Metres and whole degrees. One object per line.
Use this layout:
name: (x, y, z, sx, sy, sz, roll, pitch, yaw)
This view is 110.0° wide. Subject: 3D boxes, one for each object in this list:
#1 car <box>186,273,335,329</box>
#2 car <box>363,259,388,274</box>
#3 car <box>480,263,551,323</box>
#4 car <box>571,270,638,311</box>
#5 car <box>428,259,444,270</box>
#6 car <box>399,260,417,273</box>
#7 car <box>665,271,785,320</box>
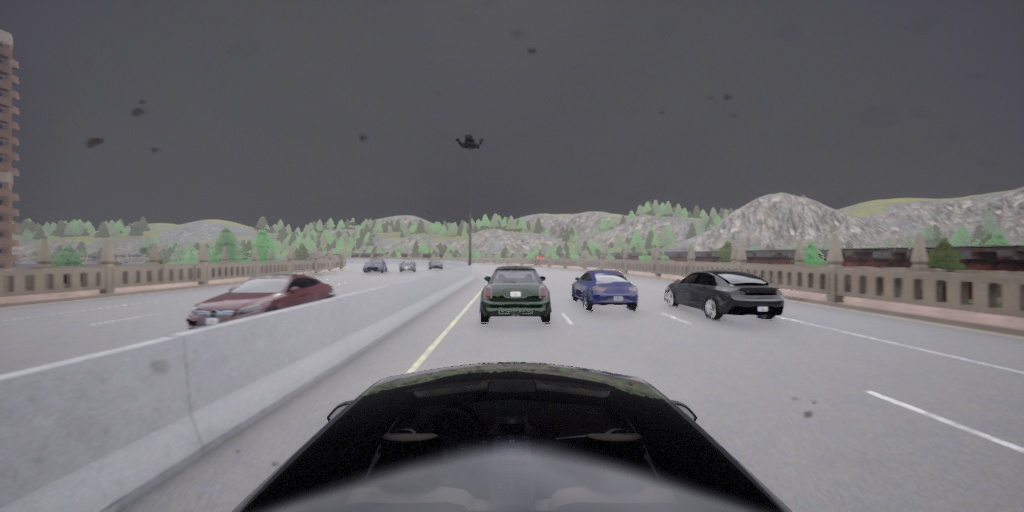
car: (-7.089, 1.278, 10.795, 1.812, 1.442, 4.674, 0, 0, 0)
car: (-15.779, 1.112, 41.601, 2.097, 1.767, 4.553, 0, 0, -11)
car: (0.104, 1.105, 12.312, 2.097, 1.767, 4.553, 0, 0, 0)
car: (3.605, 1.279, 14.446, 1.812, 1.442, 4.674, 0, 0, 0)
car: (-11.050, 1.267, 51.876, 1.837, 1.490, 4.892, 0, 0, -16)
car: (-12.679, 1.254, 43.915, 2.128, 1.511, 4.902, 0, 0, -12)
car: (7.105, 1.258, 12.574, 1.837, 1.490, 4.892, 0, 0, 0)
